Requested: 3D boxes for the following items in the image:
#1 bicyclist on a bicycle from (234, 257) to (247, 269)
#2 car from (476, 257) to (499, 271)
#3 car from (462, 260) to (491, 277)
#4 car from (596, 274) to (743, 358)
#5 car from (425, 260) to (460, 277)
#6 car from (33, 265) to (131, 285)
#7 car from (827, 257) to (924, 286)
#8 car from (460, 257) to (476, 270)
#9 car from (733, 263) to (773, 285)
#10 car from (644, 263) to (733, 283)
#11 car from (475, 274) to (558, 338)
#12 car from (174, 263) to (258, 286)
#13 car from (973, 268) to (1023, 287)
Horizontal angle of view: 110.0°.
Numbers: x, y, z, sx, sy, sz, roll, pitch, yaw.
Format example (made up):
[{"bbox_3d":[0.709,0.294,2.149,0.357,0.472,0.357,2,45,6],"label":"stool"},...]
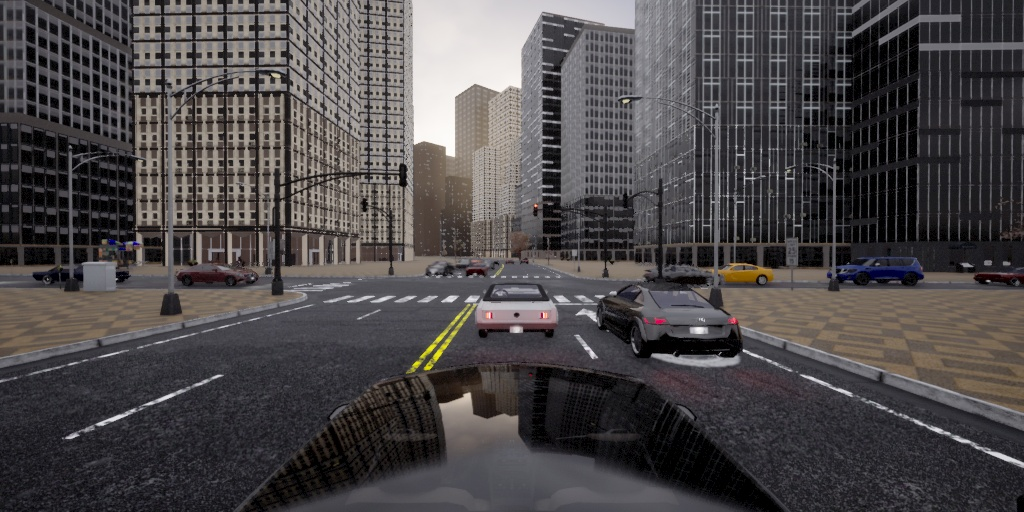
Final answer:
[{"bbox_3d":[-24.699,0.871,32.632,0.582,1.620,1.656,0,1,1],"label":"bicyclist on a bicycle"},{"bbox_3d":[-3.338,1.197,48.925,2.128,1.511,4.902,0,0,0],"label":"car"},{"bbox_3d":[-3.341,1.330,34.589,1.895,1.301,4.718,0,0,0],"label":"car"},{"bbox_3d":[3.356,1.312,8.470,1.994,1.385,4.181,0,0,0],"label":"car"},{"bbox_3d":[-6.898,1.220,34.790,2.128,1.511,4.902,0,0,5],"label":"car"},{"bbox_3d":[-28.644,1.225,24.000,4.718,1.301,1.895,0,0,1],"label":"car"},{"bbox_3d":[26.379,1.074,26.128,5.566,2.045,2.150,0,0,2],"label":"car"},{"bbox_3d":[-6.589,1.180,49.911,1.882,1.535,5.008,0,0,0],"label":"car"},{"bbox_3d":[16.316,1.285,26.346,5.008,1.535,1.882,0,0,1],"label":"car"},{"bbox_3d":[11.091,1.300,23.351,4.902,1.511,2.128,0,1,4],"label":"car"},{"bbox_3d":[0.101,1.348,10.183,1.895,1.301,4.718,0,0,0],"label":"car"},{"bbox_3d":[-19.480,1.193,23.767,4.674,1.442,1.812,0,0,1],"label":"car"},{"bbox_3d":[36.698,1.500,25.903,4.718,1.301,1.895,0,0,1],"label":"car"}]
